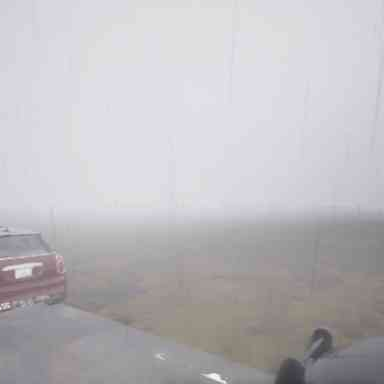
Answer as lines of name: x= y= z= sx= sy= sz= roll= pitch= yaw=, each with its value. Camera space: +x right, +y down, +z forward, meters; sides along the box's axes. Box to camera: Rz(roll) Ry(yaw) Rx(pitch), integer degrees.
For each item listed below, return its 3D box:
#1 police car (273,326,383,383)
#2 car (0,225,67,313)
police car: x=3.002 y=1.514 z=1.632 sx=5.238 sy=1.638 sz=1.930 roll=-1 pitch=-2 yaw=37
car: x=-4.871 y=1.577 z=7.572 sx=4.553 sy=1.767 sz=2.097 roll=-1 pitch=-2 yaw=37
